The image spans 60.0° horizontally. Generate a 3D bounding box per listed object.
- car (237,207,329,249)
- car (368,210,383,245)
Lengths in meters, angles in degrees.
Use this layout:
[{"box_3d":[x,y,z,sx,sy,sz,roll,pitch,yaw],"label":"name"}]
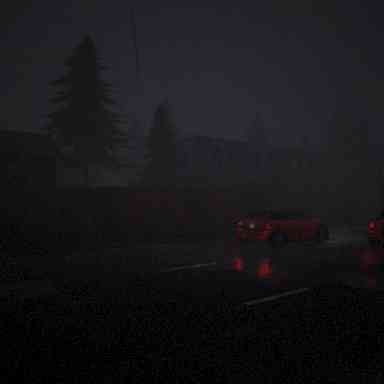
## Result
[{"box_3d":[4.307,1.488,15.426,4.553,1.767,2.097,1,-1,-35],"label":"car"},{"box_3d":[10.135,1.545,15.284,4.553,1.767,2.097,0,0,-34],"label":"car"}]
